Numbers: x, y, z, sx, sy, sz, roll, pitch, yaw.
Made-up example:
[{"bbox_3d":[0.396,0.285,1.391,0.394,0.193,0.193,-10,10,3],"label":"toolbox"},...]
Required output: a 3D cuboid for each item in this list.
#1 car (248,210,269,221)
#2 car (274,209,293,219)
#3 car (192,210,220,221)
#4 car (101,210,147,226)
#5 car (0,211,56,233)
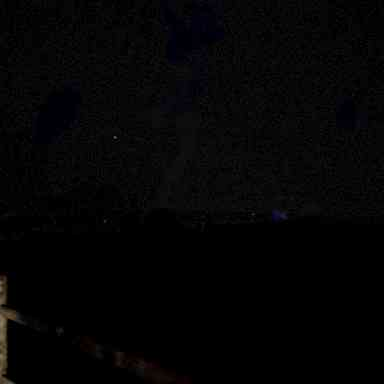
[{"bbox_3d":[9.971,3.517,50.115,2.128,1.511,4.902,0,-3,36],"label":"car"},{"bbox_3d":[16.313,3.846,59.002,2.097,1.767,4.553,0,-3,37],"label":"car"},{"bbox_3d":[1.896,3.128,43.855,1.837,1.490,4.892,0,-3,36],"label":"car"},{"bbox_3d":[-6.482,2.521,32.162,2.128,1.511,4.902,0,-2,35],"label":"car"},{"bbox_3d":[-12.347,2.123,24.022,2.128,1.511,4.902,0,-2,37],"label":"car"}]
